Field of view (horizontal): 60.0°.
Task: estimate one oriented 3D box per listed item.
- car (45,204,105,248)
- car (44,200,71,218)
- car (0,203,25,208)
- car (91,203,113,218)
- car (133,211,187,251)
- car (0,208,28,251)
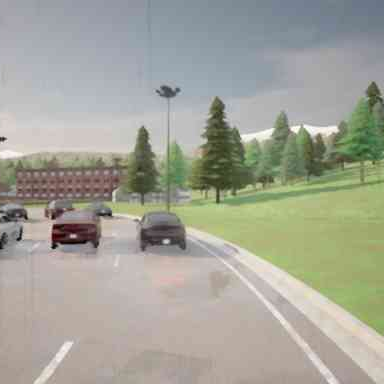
[{"bbox_3d":[-5.212,1.578,15.419,1.882,1.535,5.008,0,0,-13],"label":"car"},{"bbox_3d":[-12.245,1.556,30.707,2.097,1.767,4.553,0,0,-33],"label":"car"},{"bbox_3d":[-15.850,1.731,29.540,1.812,1.442,4.674,0,0,-36],"label":"car"},{"bbox_3d":[-9.349,1.774,32.664,1.994,1.385,4.181,0,0,-33],"label":"car"},{"bbox_3d":[-1.464,1.595,14.752,1.837,1.490,4.892,0,0,-12],"label":"car"},{"bbox_3d":[-8.699,1.628,14.348,1.812,1.442,4.674,0,0,-14],"label":"car"}]
